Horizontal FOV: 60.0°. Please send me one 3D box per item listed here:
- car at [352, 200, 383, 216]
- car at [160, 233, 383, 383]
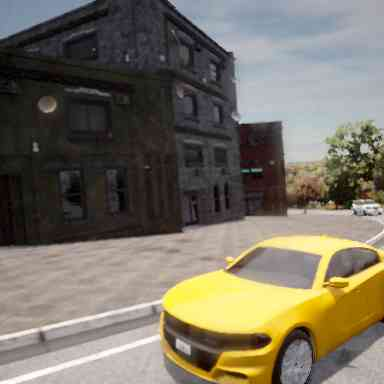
[{"bbox_3d":[22.710,2.035,43.221,2.150,2.045,5.566,-4,-3,7],"label":"car"},{"bbox_3d":[1.784,1.509,5.445,5.008,1.535,1.882,0,-1,-41],"label":"car"}]
